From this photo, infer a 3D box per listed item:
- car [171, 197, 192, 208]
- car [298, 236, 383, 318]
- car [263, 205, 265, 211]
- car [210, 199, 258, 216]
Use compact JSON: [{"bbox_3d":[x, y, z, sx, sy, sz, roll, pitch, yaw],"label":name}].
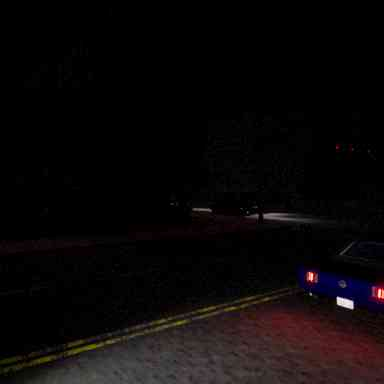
[{"bbox_3d":[-1.965,1.491,47.114,2.128,1.511,4.902,0,0,-36],"label":"car"},{"bbox_3d":[4.427,1.601,6.925,4.718,1.301,1.895,0,0,-35],"label":"car"},{"bbox_3d":[5.787,1.505,36.276,1.837,1.490,4.892,0,0,-36],"label":"car"},{"bbox_3d":[3.941,1.601,32.844,1.895,1.301,4.718,0,0,-36],"label":"car"}]
